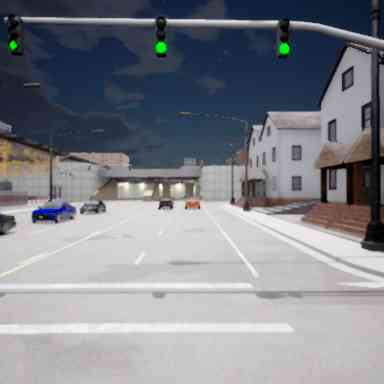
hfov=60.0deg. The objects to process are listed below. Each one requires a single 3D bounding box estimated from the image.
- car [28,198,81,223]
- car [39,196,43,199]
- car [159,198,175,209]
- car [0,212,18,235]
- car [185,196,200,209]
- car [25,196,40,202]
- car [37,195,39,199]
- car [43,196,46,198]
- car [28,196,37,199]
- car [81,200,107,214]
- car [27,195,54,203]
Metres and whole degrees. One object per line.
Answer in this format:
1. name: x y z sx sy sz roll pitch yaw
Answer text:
1. car: -10.599 1.500 25.831 1.882 1.535 5.008 0 0 0
2. car: -31.684 1.516 66.045 2.038 1.542 4.974 0 0 -36
3. car: -3.452 1.546 45.658 1.837 1.490 4.892 0 0 0
4. car: -10.602 1.561 16.109 2.033 1.411 5.357 0 0 0
5. car: 0.099 1.394 46.554 2.097 1.767 4.553 0 0 0
6. car: -31.716 1.358 66.087 1.853 1.218 4.536 0 0 -36
7. car: -31.673 1.511 61.437 2.038 1.542 4.974 0 0 44
8. car: -32.499 1.363 71.366 1.853 1.218 4.536 0 0 29
9. car: -31.709 1.354 61.399 1.853 1.218 4.536 0 0 44
10. car: -10.590 1.558 36.106 1.812 1.442 4.674 0 0 0
11. car: -32.475 1.521 71.412 2.038 1.542 4.974 0 0 29
